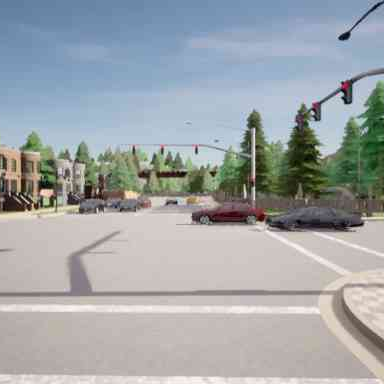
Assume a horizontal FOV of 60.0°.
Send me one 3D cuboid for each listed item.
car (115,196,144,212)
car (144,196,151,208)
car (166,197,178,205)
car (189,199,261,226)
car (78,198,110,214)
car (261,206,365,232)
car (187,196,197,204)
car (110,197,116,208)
[{"bbox_3d":[-7.085,1.491,38.296,1.837,1.490,4.892,0,0,0],"label":"car"},{"bbox_3d":[-7.083,1.335,47.497,2.097,1.767,4.553,0,0,0],"label":"car"},{"bbox_3d":[-3.434,1.580,57.942,1.895,1.301,4.718,0,0,0],"label":"car"},{"bbox_3d":[2.488,1.469,22.965,5.008,1.535,1.882,0,0,1],"label":"car"},{"bbox_3d":[-10.596,1.492,35.583,1.837,1.490,4.892,0,0,0],"label":"car"},{"bbox_3d":[7.071,1.540,19.405,5.357,1.411,2.033,0,0,0],"label":"car"},{"bbox_3d":[0.065,1.456,61.006,1.882,1.535,5.008,0,0,0],"label":"car"},{"bbox_3d":[-10.597,1.476,44.999,2.128,1.511,4.902,0,0,0],"label":"car"}]
